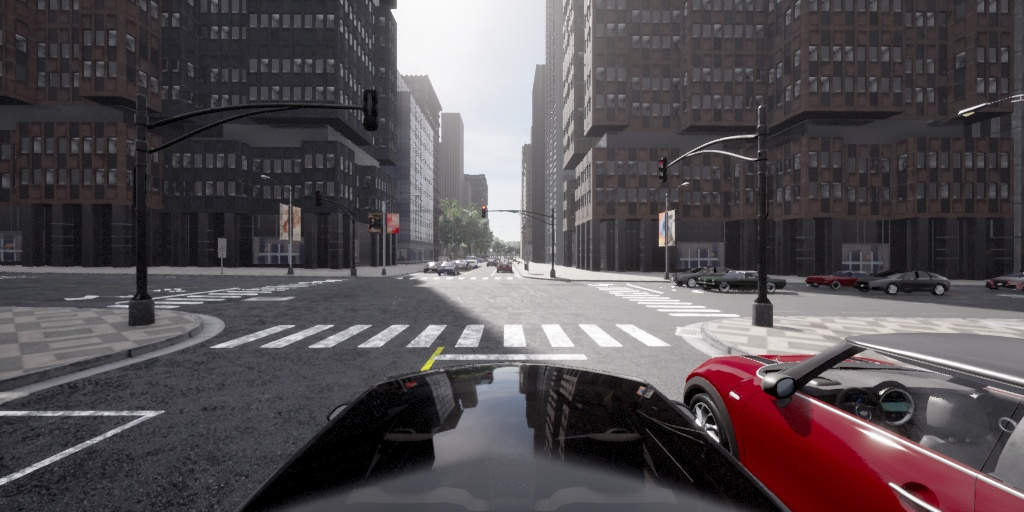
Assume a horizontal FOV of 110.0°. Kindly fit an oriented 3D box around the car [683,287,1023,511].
[{"bbox_3d":[2.761,1.190,2.173,1.967,1.591,4.097,0,0,0],"label":"car"}]

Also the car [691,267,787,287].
[{"bbox_3d":[14.161,1.580,22.352,4.718,1.301,1.895,1,0,-3],"label":"car"}]

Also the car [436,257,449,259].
[{"bbox_3d":[-9.502,1.084,48.851,2.192,1.841,5.009,0,0,-1],"label":"car"}]

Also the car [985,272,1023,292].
[{"bbox_3d":[37.193,1.875,25.882,4.181,1.385,1.994,1,0,0],"label":"car"}]

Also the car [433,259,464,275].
[{"bbox_3d":[-6.684,1.294,38.334,2.033,1.411,5.357,0,0,-1],"label":"car"}]

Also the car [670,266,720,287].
[{"bbox_3d":[13.854,1.476,25.598,4.892,1.490,1.837,1,0,-1],"label":"car"}]

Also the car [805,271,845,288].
[{"bbox_3d":[23.940,1.718,25.714,4.718,1.301,1.895,1,0,-1],"label":"car"}]

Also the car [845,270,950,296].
[{"bbox_3d":[24.360,1.631,22.483,4.892,1.490,1.837,1,0,-1],"label":"car"}]

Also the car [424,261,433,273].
[{"bbox_3d":[-9.428,1.324,43.426,1.948,1.339,4.313,0,0,-1],"label":"car"}]

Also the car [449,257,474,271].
[{"bbox_3d":[-6.831,1.261,48.601,2.128,1.511,4.902,0,0,-1],"label":"car"}]

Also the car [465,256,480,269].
[{"bbox_3d":[-6.961,1.015,59.232,2.150,2.045,5.566,0,0,0],"label":"car"}]

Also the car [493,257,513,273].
[{"bbox_3d":[-0.904,1.197,43.539,1.967,1.591,4.097,0,0,-1],"label":"car"}]
